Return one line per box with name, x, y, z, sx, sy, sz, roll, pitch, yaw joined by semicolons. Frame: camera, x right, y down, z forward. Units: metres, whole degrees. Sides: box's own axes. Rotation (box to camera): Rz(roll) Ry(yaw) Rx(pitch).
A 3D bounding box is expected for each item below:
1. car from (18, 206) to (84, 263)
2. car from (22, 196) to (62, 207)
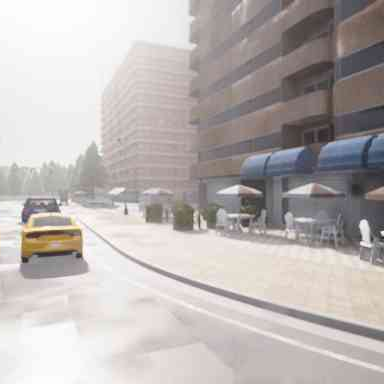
car;-5.341;1.517;12.445;1.882;1.535;5.008;0;0;-27
car;-9.620;1.290;21.362;2.150;2.045;5.566;0;0;-23
